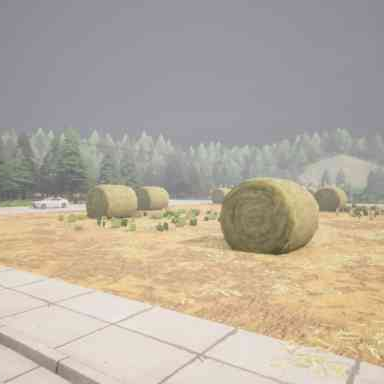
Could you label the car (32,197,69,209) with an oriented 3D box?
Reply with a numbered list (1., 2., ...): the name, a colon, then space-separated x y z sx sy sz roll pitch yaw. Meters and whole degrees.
1. car: -18.397 1.415 43.459 1.812 1.442 4.674 0 0 36
